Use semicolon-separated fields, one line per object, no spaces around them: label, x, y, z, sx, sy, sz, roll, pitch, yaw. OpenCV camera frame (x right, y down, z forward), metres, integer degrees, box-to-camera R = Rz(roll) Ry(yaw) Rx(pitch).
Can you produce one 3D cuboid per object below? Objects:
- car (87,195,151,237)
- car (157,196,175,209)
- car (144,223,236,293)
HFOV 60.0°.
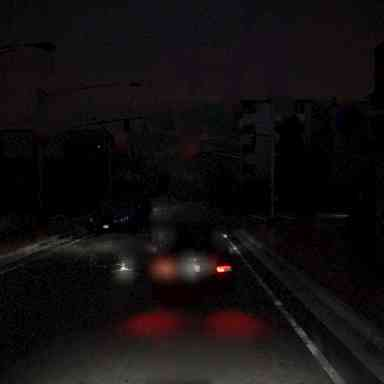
car;-3.753;1.204;18.254;2.150;2.045;5.566;-1;1;6
car;-3.681;1.505;45.605;1.837;1.490;4.892;0;0;0
car;0.040;1.547;9.000;2.033;1.411;5.357;0;0;0
